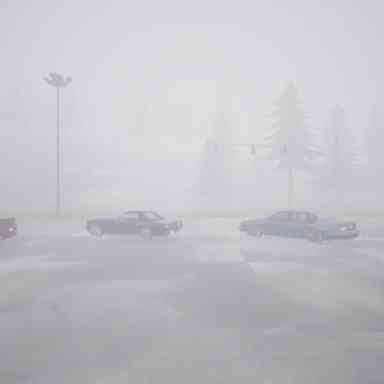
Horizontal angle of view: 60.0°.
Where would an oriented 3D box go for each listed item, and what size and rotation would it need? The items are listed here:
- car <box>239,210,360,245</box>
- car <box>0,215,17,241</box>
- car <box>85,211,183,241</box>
[{"bbox_3d":[4.865,1.539,15.722,5.357,1.411,2.033,0,0,43],"label":"car"},{"bbox_3d":[-10.299,1.470,14.392,5.008,1.535,1.882,0,-1,1],"label":"car"},{"bbox_3d":[-2.962,1.592,16.526,4.718,1.301,1.895,0,0,24],"label":"car"}]
